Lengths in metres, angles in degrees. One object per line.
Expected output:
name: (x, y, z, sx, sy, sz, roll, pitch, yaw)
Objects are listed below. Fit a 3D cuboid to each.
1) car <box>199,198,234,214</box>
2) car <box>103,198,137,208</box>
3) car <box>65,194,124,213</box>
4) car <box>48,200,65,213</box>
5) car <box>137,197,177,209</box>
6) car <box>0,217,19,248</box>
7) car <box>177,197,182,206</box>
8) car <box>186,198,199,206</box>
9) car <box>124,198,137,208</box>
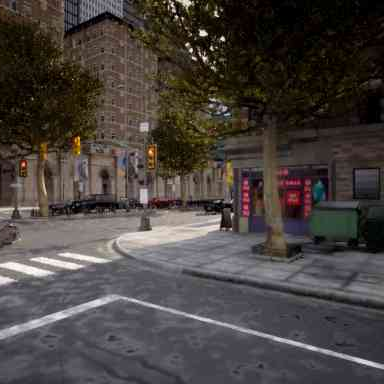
car: (3.168, 1.478, 35.381, 1.882, 1.535, 5.008, 0, 0, 36)
car: (-10.271, 1.595, 47.917, 1.895, 1.301, 4.718, 0, 0, 36)
car: (-10.498, 1.221, 36.226, 2.150, 2.045, 5.566, 0, 0, 36)
car: (-13.763, 1.547, 37.679, 2.033, 1.411, 5.357, 0, 0, 36)
car: (-4.594, 1.478, 44.420, 1.882, 1.535, 5.008, 0, 0, 36)
car: (-7.924, 1.548, 12.280, 2.033, 1.411, 5.357, 0, 0, -16)
car: (-2.268, 1.564, 53.623, 1.994, 1.385, 4.181, 0, 0, 36)
car: (1.425, 1.601, 52.756, 1.895, 1.301, 4.718, 0, 0, 36)
car: (-8.138, 1.526, 45.468, 1.812, 1.442, 4.674, 0, 0, 36)
